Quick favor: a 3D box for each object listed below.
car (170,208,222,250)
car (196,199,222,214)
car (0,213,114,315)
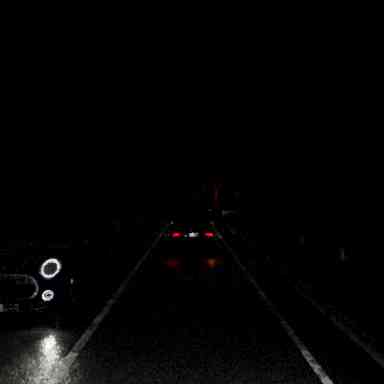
[{"bbox_3d":[0.005,1.656,14.782,2.033,1.411,5.357,0,-1,0],"label":"car"},{"bbox_3d":[1.567,1.727,30.859,2.128,1.511,4.902,0,0,16],"label":"car"},{"bbox_3d":[-3.343,1.389,7.893,2.097,1.767,4.553,0,0,0],"label":"car"}]
